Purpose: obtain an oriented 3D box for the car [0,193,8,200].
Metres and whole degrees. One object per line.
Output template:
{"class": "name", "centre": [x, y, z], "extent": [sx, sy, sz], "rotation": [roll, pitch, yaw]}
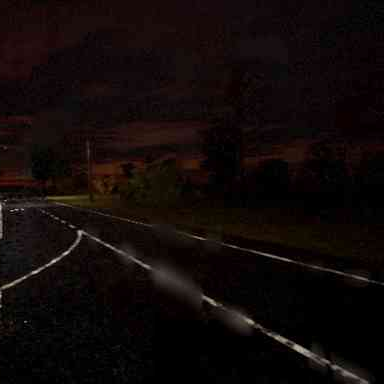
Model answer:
{"class": "car", "centre": [-40.867, 0.959, 71.551], "extent": [1.812, 1.442, 4.674], "rotation": [-3, 2, -22]}
